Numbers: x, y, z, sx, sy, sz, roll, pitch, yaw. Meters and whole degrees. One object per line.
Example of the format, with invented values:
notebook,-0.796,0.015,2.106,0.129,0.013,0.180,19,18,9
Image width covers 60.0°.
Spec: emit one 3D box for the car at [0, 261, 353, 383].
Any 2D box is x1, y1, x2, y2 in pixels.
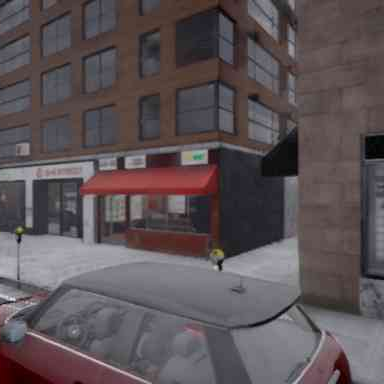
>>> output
car,-0.686,1.446,3.296,4.097,1.590,1.967,0,0,35
